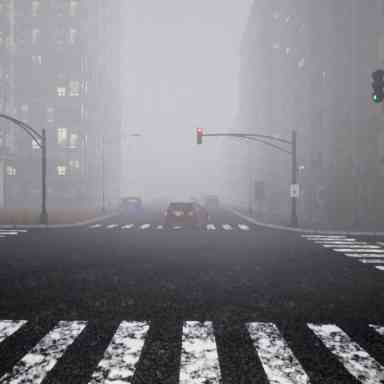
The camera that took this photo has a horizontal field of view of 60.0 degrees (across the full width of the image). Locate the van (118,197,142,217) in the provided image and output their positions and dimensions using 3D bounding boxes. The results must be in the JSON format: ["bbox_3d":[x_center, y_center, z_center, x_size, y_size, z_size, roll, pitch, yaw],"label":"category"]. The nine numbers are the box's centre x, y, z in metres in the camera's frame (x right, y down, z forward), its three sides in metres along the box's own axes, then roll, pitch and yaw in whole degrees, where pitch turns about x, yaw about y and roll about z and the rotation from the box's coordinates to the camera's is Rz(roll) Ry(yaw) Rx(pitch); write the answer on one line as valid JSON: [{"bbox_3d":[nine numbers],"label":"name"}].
[{"bbox_3d":[-5.663,1.347,30.604,1.690,1.788,3.998,0,0,0],"label":"van"}]

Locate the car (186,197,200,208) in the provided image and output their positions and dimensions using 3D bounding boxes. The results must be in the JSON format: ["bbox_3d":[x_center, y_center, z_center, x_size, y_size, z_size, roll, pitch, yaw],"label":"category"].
[{"bbox_3d":[0.146,1.493,49.468,1.882,1.535,5.008,0,0,0],"label":"car"}]

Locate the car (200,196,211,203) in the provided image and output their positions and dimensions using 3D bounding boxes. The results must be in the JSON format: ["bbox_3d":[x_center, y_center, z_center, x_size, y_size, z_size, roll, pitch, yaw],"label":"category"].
[{"bbox_3d":[2.752,1.580,69.454,2.008,1.369,4.403,0,0,0],"label":"car"}]

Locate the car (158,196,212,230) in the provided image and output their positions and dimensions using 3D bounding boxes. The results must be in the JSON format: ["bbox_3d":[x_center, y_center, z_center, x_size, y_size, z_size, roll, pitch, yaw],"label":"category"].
[{"bbox_3d":[-0.335,1.356,21.575,2.097,1.767,4.553,0,0,13],"label":"car"}]

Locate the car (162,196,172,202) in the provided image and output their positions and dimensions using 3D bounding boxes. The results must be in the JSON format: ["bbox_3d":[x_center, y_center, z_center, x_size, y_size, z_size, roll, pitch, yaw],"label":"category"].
[{"bbox_3d":[-5.624,1.559,74.841,1.752,1.417,4.829,0,0,0],"label":"car"}]

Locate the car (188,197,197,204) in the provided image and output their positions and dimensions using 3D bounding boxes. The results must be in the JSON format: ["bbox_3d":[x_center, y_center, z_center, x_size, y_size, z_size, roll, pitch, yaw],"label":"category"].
[{"bbox_3d":[0.130,1.629,67.960,1.895,1.301,4.718,0,0,0],"label":"car"}]

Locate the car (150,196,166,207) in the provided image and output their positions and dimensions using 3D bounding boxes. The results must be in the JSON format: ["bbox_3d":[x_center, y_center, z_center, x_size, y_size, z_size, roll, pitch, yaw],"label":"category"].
[{"bbox_3d":[-5.643,1.543,52.638,1.752,1.417,4.829,0,0,0],"label":"car"}]

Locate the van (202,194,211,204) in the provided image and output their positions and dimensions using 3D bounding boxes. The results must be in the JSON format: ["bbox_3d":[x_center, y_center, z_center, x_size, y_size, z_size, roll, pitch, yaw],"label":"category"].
[{"bbox_3d":[2.747,1.366,63.904,1.690,1.788,3.998,0,0,0],"label":"van"}]

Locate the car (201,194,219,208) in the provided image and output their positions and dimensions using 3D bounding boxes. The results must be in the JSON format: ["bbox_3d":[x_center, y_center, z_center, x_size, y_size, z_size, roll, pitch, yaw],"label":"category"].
[{"bbox_3d":[2.732,1.330,47.251,2.192,1.841,5.009,0,0,0],"label":"car"}]

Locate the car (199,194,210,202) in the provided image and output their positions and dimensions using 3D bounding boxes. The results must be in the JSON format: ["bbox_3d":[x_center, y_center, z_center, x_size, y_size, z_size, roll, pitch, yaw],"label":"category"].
[{"bbox_3d":[2.756,1.349,75.005,2.192,1.841,5.009,0,0,0],"label":"car"}]

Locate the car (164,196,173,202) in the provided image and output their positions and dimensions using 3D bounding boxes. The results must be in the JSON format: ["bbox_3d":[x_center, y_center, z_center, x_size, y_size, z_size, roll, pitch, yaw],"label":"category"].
[{"bbox_3d":[-5.619,1.590,80.563,2.008,1.369,4.403,0,0,0],"label":"car"}]
